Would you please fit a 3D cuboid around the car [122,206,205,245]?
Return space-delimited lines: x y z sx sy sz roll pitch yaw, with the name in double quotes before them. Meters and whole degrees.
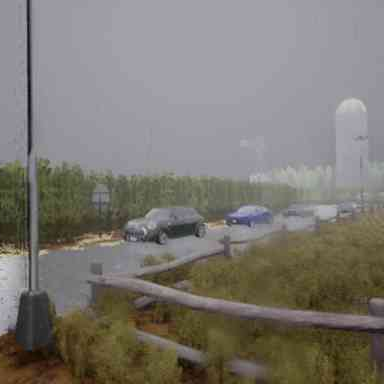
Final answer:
"car" -1.290 1.504 16.457 2.097 1.767 4.553 -1 -1 36

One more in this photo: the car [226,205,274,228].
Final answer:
"car" 4.276 1.710 24.192 1.882 1.535 5.008 -1 -1 36

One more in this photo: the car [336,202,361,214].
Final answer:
"car" 17.201 1.792 36.518 2.033 1.411 5.357 -1 -1 35

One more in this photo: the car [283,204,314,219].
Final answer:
"car" 10.544 1.856 32.883 1.994 1.385 4.181 -1 -1 36
